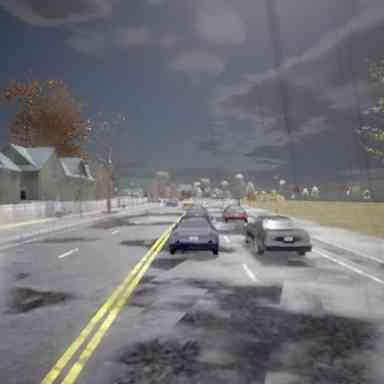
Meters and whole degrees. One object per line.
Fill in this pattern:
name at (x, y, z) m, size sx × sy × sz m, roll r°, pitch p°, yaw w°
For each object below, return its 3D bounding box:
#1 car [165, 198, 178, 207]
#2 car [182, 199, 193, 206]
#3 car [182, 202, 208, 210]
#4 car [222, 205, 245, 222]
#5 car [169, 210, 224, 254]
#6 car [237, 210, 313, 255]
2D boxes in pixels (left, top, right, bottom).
car at (-4.105, 2.069, 67.008) m, size 2.097 × 1.767 × 4.553 m, roll 0°, pitch -1°, yaw 4°
car at (-0.875, 2.182, 66.640) m, size 1.882 × 1.535 × 5.008 m, roll 0°, pitch 0°, yaw 4°
car at (0.454, 1.853, 29.245) m, size 1.994 × 1.385 × 4.181 m, roll 0°, pitch -1°, yaw 2°
car at (3.701, 1.850, 29.137) m, size 1.994 × 1.385 × 4.181 m, roll 0°, pitch -1°, yaw 2°
car at (0.104, 1.702, 14.248) m, size 1.994 × 1.385 × 4.181 m, roll 0°, pitch -1°, yaw 1°
car at (3.345, 1.681, 13.904) m, size 2.033 × 1.411 × 5.357 m, roll 0°, pitch -1°, yaw 1°
